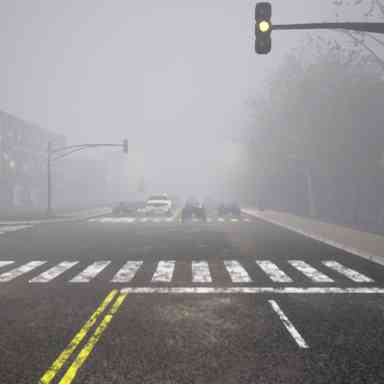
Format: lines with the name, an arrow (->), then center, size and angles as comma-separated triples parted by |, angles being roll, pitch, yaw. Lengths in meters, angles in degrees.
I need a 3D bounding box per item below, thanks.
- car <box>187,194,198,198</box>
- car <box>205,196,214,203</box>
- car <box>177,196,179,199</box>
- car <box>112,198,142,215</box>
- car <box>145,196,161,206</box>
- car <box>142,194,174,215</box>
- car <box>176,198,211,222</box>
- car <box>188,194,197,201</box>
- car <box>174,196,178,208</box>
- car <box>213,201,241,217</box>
car -> 0.066, 1.449, 64.180 | 1.882, 1.535, 5.008 | 0, 0, 0
car -> 3.316, 1.519, 64.177 | 2.033, 1.411, 5.357 | 0, 0, 0
car -> -3.239, 1.479, 62.125 | 1.837, 1.490, 4.892 | 0, 0, 1
car -> -6.560, 1.588, 33.155 | 1.895, 1.301, 4.718 | 0, 0, 0
car -> -6.513, 1.466, 56.129 | 2.128, 1.511, 4.902 | 0, 0, 0
car -> -3.306, 1.209, 33.747 | 2.150, 2.045, 5.566 | 0, 0, 0
car -> 0.128, 1.482, 26.428 | 2.128, 1.511, 4.902 | 0, 0, 0
car -> 0.078, 1.275, 74.598 | 1.882, 1.535, 5.008 | 0, 0, 0
car -> -3.285, 1.582, 45.307 | 1.895, 1.301, 4.718 | 0, 0, 1
car -> 3.383, 1.589, 31.505 | 1.895, 1.301, 4.718 | 0, 0, 0
